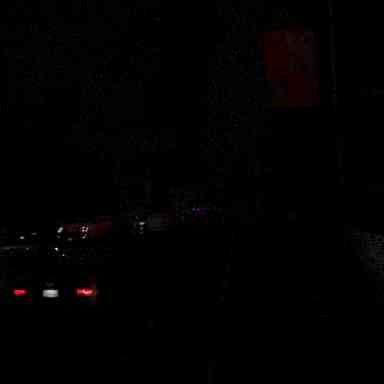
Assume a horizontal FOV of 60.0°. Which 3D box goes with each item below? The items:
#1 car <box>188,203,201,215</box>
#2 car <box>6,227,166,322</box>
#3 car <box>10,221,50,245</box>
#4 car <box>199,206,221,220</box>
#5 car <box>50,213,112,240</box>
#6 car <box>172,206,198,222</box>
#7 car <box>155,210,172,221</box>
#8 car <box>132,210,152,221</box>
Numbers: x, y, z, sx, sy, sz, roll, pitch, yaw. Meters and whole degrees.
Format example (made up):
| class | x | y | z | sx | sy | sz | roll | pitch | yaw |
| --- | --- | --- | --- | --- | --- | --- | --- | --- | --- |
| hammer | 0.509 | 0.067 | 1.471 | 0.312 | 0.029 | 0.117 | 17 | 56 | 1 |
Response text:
| class | x | y | z | sx | sy | sz | roll | pitch | yaw |
| --- | --- | --- | --- | --- | --- | --- | --- | --- | --- |
| car | 0.539 | 2.769 | 51.272 | 2.150 | 2.045 | 5.566 | -3 | -2 | 8 |
| car | -2.066 | 1.853 | 8.170 | 2.033 | 1.411 | 5.357 | -2 | -2 | 8 |
| car | -10.134 | 2.660 | 22.300 | 1.994 | 1.385 | 4.181 | -2 | -2 | 8 |
| car | 2.573 | 2.684 | 41.506 | 2.128 | 1.511 | 4.902 | -2 | -2 | 8 |
| car | -6.923 | 2.308 | 21.876 | 2.097 | 1.767 | 4.553 | -2 | -2 | 8 |
| car | -0.777 | 2.844 | 41.309 | 1.812 | 1.442 | 4.674 | -3 | -2 | 9 |
| car | -3.592 | 3.104 | 45.089 | 1.994 | 1.385 | 4.181 | -3 | -2 | 8 |
| car | -6.805 | 3.173 | 45.571 | 2.128 | 1.511 | 4.902 | -3 | -2 | 8 |
